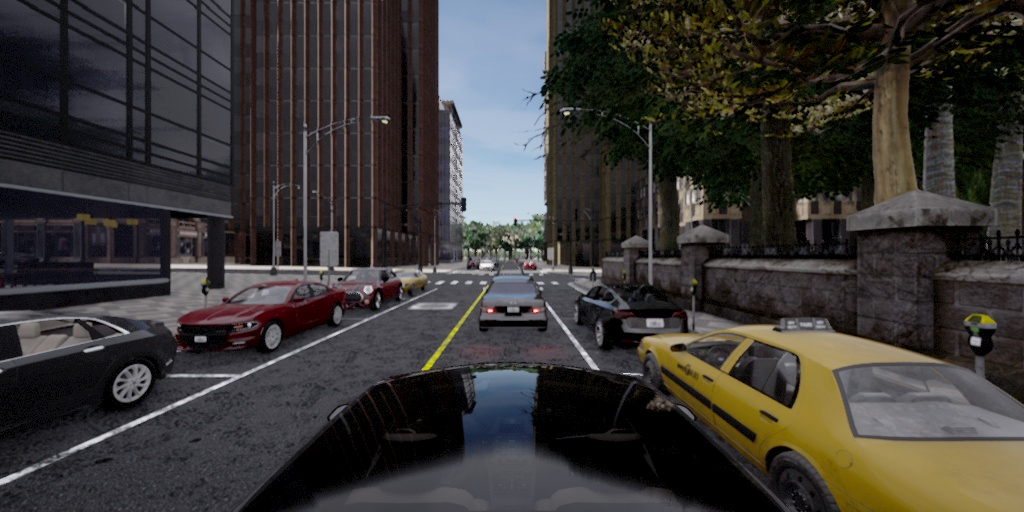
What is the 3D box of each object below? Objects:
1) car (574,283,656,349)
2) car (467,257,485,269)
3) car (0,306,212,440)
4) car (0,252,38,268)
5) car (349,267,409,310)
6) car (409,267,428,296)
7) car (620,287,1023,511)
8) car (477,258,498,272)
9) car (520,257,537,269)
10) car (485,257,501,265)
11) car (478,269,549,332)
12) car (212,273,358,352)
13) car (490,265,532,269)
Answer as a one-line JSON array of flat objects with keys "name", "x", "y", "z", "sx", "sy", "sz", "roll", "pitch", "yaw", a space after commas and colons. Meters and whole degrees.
[{"name": "car", "x": 2.732, "y": 1.319, "z": 8.943, "sx": 1.948, "sy": 1.339, "sz": 4.313, "roll": 0, "pitch": 0, "yaw": 0}, {"name": "car", "x": -6.008, "y": 1.106, "z": 57.224, "sx": 2.192, "sy": 1.841, "sz": 5.009, "roll": 0, "pitch": 0, "yaw": 0}, {"name": "car", "x": -5.769, "y": 1.301, "z": 3.446, "sx": 2.007, "sy": 1.370, "sz": 4.403, "roll": 0, "pitch": 0, "yaw": 0}, {"name": "car", "x": -48.370, "y": 0.360, "z": 34.178, "sx": 4.902, "sy": 1.511, "sz": 2.128, "roll": 1, "pitch": 0, "yaw": 0}, {"name": "car", "x": -5.817, "y": 1.197, "z": 14.360, "sx": 1.967, "sy": 1.591, "sz": 4.097, "roll": 0, "pitch": 0, "yaw": 0}, {"name": "car", "x": -5.841, "y": 1.286, "z": 19.646, "sx": 1.751, "sy": 1.417, "sz": 4.829, "roll": 0, "pitch": 0, "yaw": 0}, {"name": "car", "x": 2.756, "y": 1.276, "z": 3.656, "sx": 1.751, "sy": 1.417, "sz": 4.829, "roll": 0, "pitch": 0, "yaw": 0}, {"name": "car", "x": -3.298, "y": 1.309, "z": 48.099, "sx": 1.812, "sy": 1.442, "sz": 4.674, "roll": 0, "pitch": 0, "yaw": 0}, {"name": "car", "x": 2.542, "y": 1.226, "z": 51.824, "sx": 1.967, "sy": 1.591, "sz": 4.097, "roll": 0, "pitch": 0, "yaw": 0}, {"name": "car", "x": -3.338, "y": 1.149, "z": 63.698, "sx": 2.097, "sy": 1.767, "sz": 4.553, "roll": 0, "pitch": 0, "yaw": 0}, {"name": "car", "x": 0.031, "y": 1.302, "z": 10.904, "sx": 2.033, "sy": 1.411, "sz": 5.357, "roll": 0, "pitch": 0, "yaw": 0}, {"name": "car", "x": -5.793, "y": 1.299, "z": 8.903, "sx": 1.888, "sy": 1.381, "sz": 4.507, "roll": 0, "pitch": 0, "yaw": 0}, {"name": "car", "x": -0.082, "y": 1.362, "z": 20.549, "sx": 1.895, "sy": 1.301, "sz": 4.718, "roll": 0, "pitch": 0, "yaw": 0}]
